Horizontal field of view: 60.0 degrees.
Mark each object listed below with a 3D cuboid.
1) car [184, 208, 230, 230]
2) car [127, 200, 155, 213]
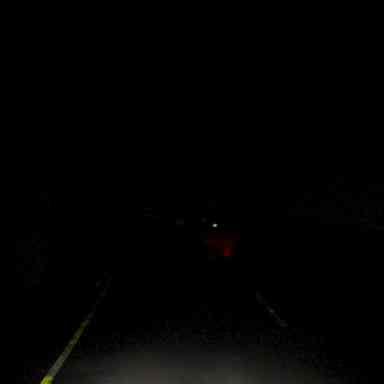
[{"bbox_3d":[0.806,1.652,21.421,1.895,1.301,4.718,0,0,-14],"label":"car"},{"bbox_3d":[-5.938,1.610,38.284,2.128,1.511,4.902,0,0,-31],"label":"car"}]
